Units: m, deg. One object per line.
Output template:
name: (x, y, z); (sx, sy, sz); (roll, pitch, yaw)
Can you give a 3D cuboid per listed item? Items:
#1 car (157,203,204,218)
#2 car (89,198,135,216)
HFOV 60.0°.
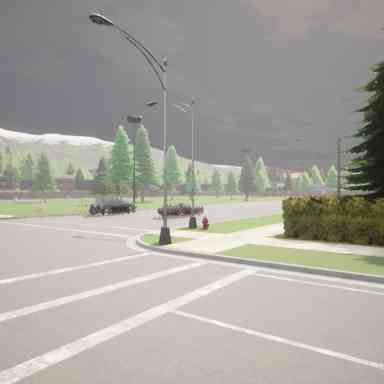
car: (-0.907, 1.601, 30.045); (1.895, 1.301, 4.718); (0, 0, 36)
car: (-7.729, 1.351, 32.554); (2.097, 1.767, 4.553); (0, 0, 36)
